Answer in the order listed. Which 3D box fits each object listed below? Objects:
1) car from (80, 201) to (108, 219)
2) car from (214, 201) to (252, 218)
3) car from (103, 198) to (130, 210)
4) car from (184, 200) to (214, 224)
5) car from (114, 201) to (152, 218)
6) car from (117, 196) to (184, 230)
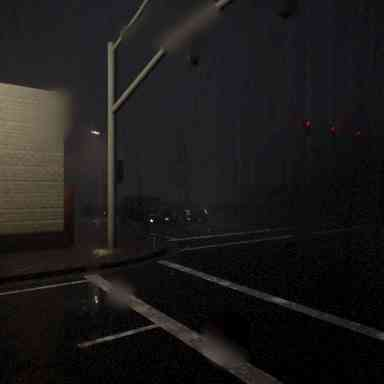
[{"bbox_3d":[-8.593,1.619,29.985,1.994,1.385,4.181,0,0,-35],"label":"car"},{"bbox_3d":[3.595,1.581,31.454,1.812,1.442,4.674,0,0,-37],"label":"car"},{"bbox_3d":[-10.160,1.581,44.472,1.812,1.442,4.674,0,0,-36],"label":"car"},{"bbox_3d":[-0.759,1.407,25.034,2.097,1.767,4.553,0,0,-36],"label":"car"},{"bbox_3d":[-5.780,1.619,32.062,1.994,1.385,4.181,0,0,-35],"label":"car"},{"bbox_3d":[-3.126,1.277,22.321,2.150,2.045,5.566,0,0,-36],"label":"car"}]
